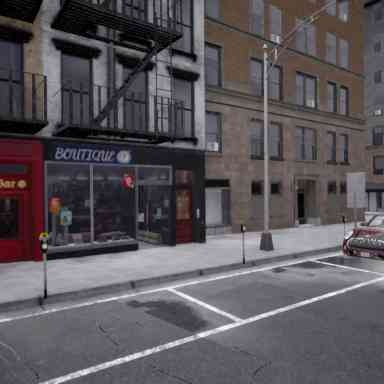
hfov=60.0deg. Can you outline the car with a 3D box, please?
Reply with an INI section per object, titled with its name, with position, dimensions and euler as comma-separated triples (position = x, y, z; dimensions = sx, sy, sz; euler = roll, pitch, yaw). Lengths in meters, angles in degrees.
[car]
position = 7.051, 1.441, 11.606
dimensions = 4.097, 1.590, 1.967
euler = 0, -1, -36
